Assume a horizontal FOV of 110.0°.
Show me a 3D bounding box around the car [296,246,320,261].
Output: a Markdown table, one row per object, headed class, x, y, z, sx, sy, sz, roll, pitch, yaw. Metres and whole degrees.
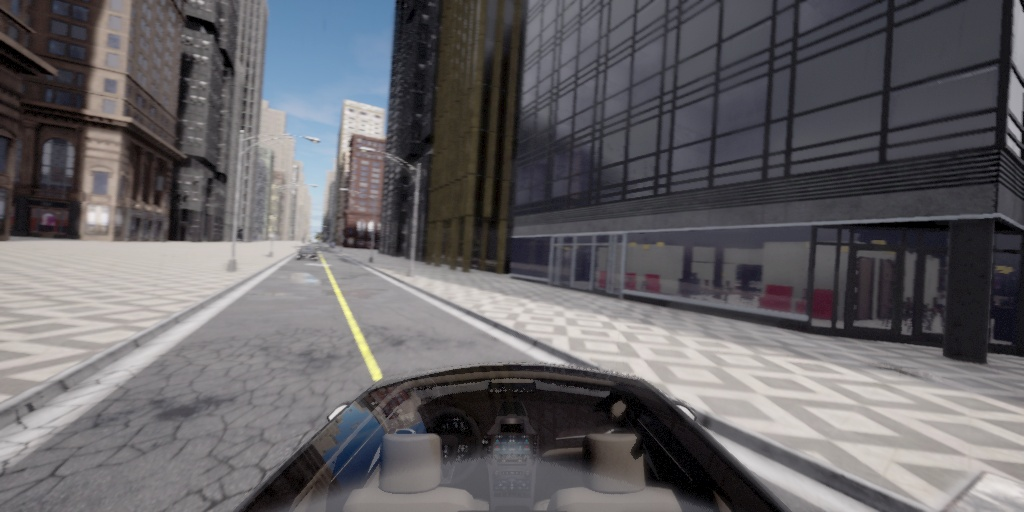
| class | x | y | z | sx | sy | sz | roll | pitch | yaw |
| --- | --- | --- | --- | --- | --- | --- | --- | --- | --- |
| car | -21.413 | -0.290 | 37.654 | 1.837 | 1.490 | 4.892 | 4 | 0 | -29 |
